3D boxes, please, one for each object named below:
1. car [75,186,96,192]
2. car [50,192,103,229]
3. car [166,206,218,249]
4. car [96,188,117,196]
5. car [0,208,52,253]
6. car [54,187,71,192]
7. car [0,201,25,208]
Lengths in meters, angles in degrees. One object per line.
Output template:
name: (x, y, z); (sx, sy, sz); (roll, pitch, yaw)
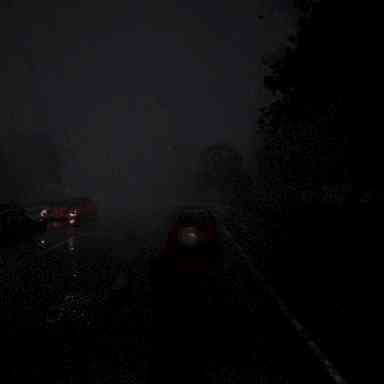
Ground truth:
car: (-24.202, -0.093, 77.401); (5.357, 1.411, 2.033); (2, 0, 40)
car: (-7.020, 1.066, 19.403); (2.097, 1.767, 4.553); (0, 1, 1)
car: (0.011, 1.309, 13.845); (1.882, 1.535, 5.008); (0, 1, 0)
car: (-19.556, -0.111, 77.881); (4.553, 1.767, 2.097); (2, 0, 40)
car: (-7.025, 1.459, 11.760); (1.895, 1.301, 4.718); (0, 1, 1)
car: (-32.728, -0.502, 83.682); (5.008, 1.535, 1.882); (2, 0, 30)
car: (-10.539, 1.248, 17.525); (1.837, 1.490, 4.892); (0, 1, 1)
